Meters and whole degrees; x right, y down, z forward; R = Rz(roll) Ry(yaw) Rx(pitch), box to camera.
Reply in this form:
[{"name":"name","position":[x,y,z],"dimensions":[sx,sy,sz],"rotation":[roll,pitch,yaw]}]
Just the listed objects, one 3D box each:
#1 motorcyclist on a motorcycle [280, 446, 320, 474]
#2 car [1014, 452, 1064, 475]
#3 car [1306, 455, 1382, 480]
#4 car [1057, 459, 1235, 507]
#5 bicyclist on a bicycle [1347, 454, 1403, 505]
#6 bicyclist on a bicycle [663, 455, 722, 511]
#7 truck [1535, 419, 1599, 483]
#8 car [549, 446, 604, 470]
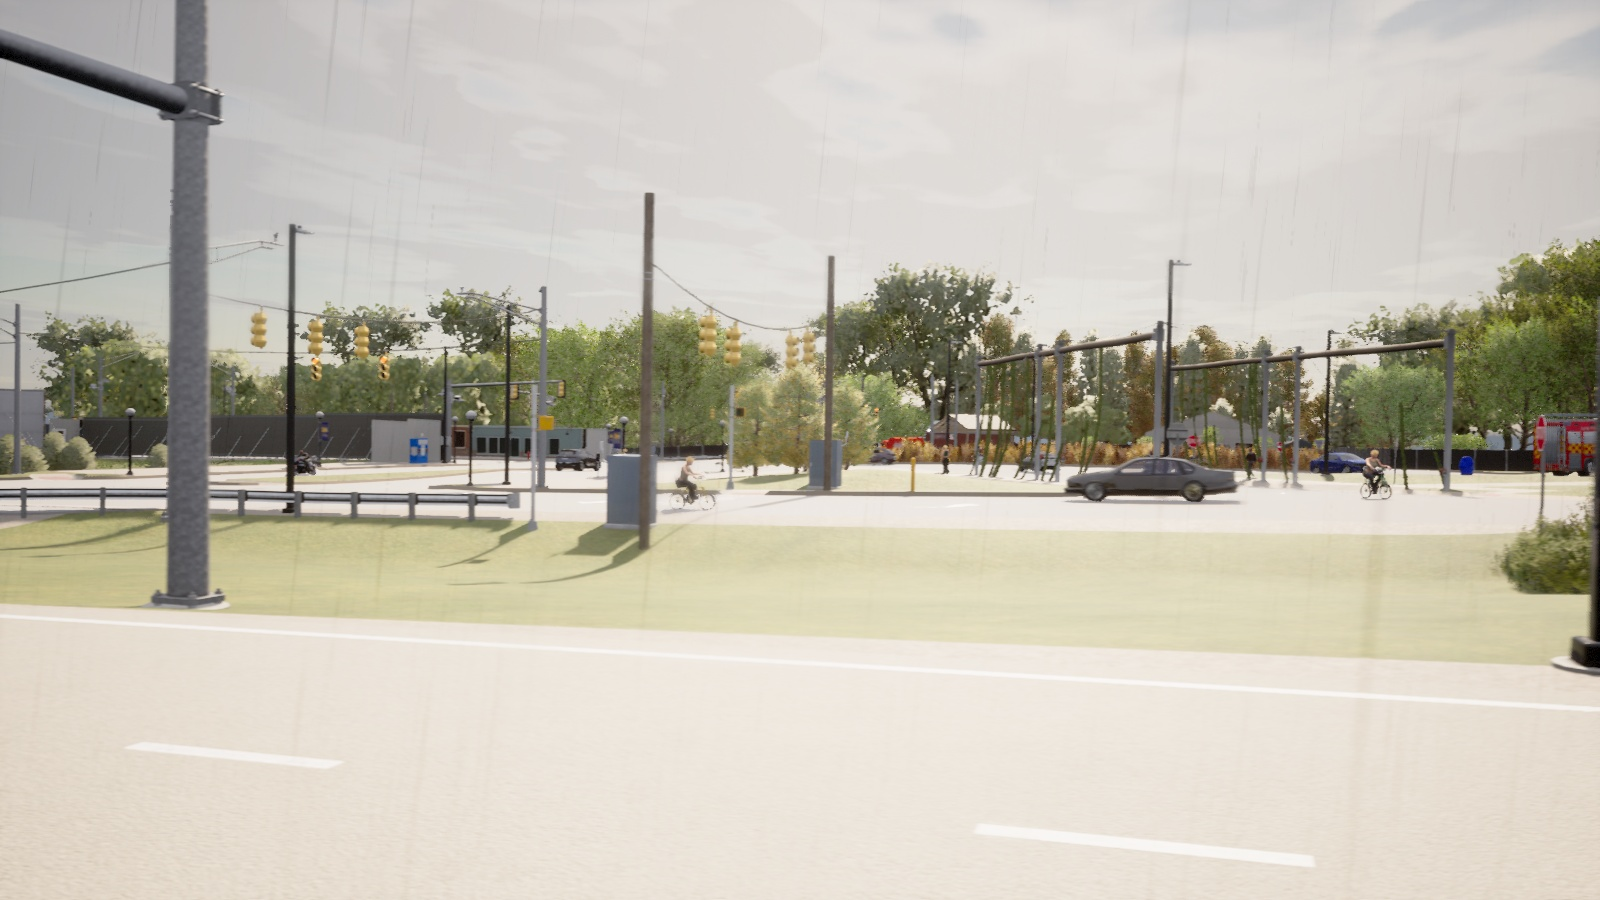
[{"name":"motorcyclist on a motorcycle","position":[-28.577,0.576,71.804],"dimensions":[0.866,1.530,2.191],"rotation":[1,1,18]},{"name":"car","position":[17.303,0.963,91.227],"dimensions":[2.007,1.525,4.514],"rotation":[1,2,-11]},{"name":"car","position":[35.009,1.177,80.991],"dimensions":[1.882,1.535,5.008],"rotation":[0,-1,-13]},{"name":"car","position":[11.036,1.013,40.037],"dimensions":[5.357,1.411,2.033],"rotation":[0,1,19]},{"name":"bicyclist on a bicycle","position":[18.546,0.936,40.535],"dimensions":[0.866,1.612,1.509],"rotation":[2,0,-13]},{"name":"bicyclist on a bicycle","position":[-3.195,0.973,37.285],"dimensions":[1.509,1.612,0.866],"rotation":[1,1,18]},{"name":"truck","position":[49.953,0.058,77.105],"dimensions":[8.468,3.827,2.891],"rotation":[0,1,-10]},{"name":"car","position":[-16.052,0.583,90.478],"dimensions":[2.033,1.649,4.856],"rotation":[1,0,14]}]
